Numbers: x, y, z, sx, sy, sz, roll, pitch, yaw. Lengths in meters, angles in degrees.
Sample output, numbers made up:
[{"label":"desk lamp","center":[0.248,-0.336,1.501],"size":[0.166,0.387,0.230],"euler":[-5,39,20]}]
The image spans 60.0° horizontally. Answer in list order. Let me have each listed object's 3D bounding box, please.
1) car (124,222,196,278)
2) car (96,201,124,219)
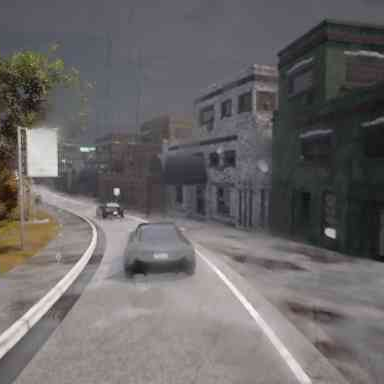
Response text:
[{"label":"car","center":[-1.118,1.648,10.620],"size":[1.994,1.385,4.181],"euler":[-1,0,-9]},{"label":"car","center":[-7.560,1.580,30.539],"size":[1.812,1.442,4.674],"euler":[-2,2,-26]}]
